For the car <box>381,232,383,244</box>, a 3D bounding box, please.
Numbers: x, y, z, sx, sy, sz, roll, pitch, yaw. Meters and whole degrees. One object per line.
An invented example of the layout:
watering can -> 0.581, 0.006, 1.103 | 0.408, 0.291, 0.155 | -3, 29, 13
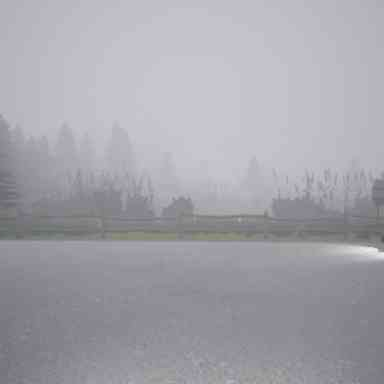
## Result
car -> 9.333, 1.517, 12.125 | 4.181, 1.385, 1.994 | 0, 0, 2
